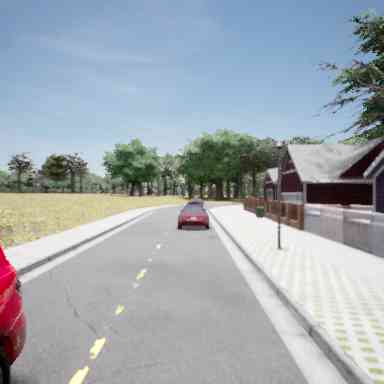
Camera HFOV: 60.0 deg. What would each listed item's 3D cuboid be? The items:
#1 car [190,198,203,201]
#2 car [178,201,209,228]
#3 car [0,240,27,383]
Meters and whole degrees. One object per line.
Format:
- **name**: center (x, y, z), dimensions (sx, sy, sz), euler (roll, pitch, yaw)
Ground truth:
- **car**: center (0.589, 1.472, 39.629), dimensions (1.837, 1.490, 4.892), euler (-1, 0, 7)
- **car**: center (0.095, 1.541, 21.860), dimensions (1.994, 1.385, 4.181), euler (0, 0, 0)
- **car**: center (-2.849, 1.221, 1.328), dimensions (2.150, 2.045, 5.566), euler (0, 0, 0)
